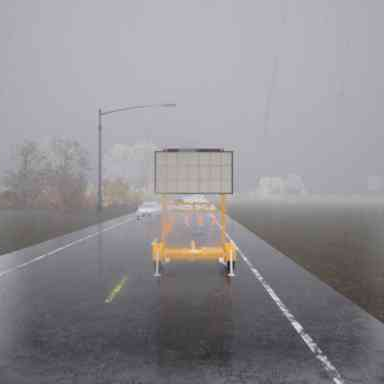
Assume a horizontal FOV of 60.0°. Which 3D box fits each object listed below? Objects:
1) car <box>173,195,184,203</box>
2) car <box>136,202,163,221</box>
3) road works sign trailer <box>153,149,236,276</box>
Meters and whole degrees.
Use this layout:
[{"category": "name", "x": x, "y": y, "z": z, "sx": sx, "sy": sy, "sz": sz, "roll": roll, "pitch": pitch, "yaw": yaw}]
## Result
[{"category": "car", "x": -2.855, "y": 1.398, "z": 68.774, "sx": 2.097, "sy": 1.767, "sz": 4.553, "roll": 0, "pitch": 0, "yaw": 1}, {"category": "car", "x": -3.450, "y": 1.539, "z": 27.740, "sx": 1.812, "sy": 1.442, "sz": 4.674, "roll": 0, "pitch": 0, "yaw": 0}, {"category": "road works sign trailer", "x": 0.054, "y": 0.468, "z": 10.321, "sx": 2.380, "sy": 3.560, "sz": 2.880, "roll": 0, "pitch": 0, "yaw": -1}]
